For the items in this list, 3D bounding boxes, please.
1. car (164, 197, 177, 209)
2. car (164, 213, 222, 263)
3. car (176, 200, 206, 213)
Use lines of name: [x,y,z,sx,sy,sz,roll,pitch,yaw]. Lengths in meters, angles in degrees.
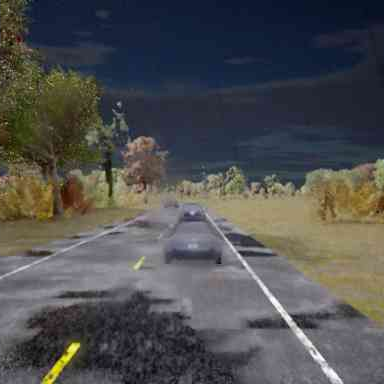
car: [-3.536,1.843,56.592,2.150,2.045,5.566,0,-1,1]
car: [0.054,1.708,12.557,1.994,1.385,4.181,0,-1,1]
car: [0.055,1.656,27.187,2.097,1.767,4.553,0,-1,1]
